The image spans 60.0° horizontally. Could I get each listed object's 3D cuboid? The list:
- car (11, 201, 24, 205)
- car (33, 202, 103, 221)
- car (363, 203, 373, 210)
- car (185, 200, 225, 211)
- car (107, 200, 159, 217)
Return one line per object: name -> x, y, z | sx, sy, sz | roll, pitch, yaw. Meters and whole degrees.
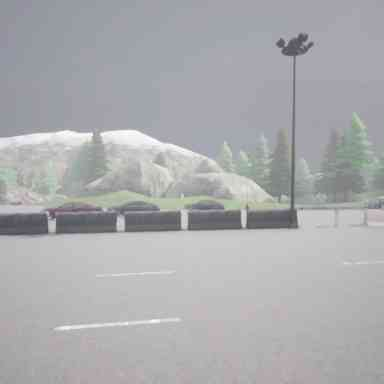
car -> -42.473, 2.915, 80.963 | 1.812, 1.442, 4.674 | 1, -4, -6
car -> -9.906, 1.550, 27.292 | 5.008, 1.535, 1.882 | 0, 0, -11
car -> 23.530, 1.583, 40.914 | 4.902, 1.511, 2.128 | 0, 0, -11
car -> 1.480, 1.618, 38.794 | 4.674, 1.442, 1.812 | 0, 0, 5
car -> -5.567, 1.582, 31.690 | 4.892, 1.490, 1.837 | 0, 0, -11
